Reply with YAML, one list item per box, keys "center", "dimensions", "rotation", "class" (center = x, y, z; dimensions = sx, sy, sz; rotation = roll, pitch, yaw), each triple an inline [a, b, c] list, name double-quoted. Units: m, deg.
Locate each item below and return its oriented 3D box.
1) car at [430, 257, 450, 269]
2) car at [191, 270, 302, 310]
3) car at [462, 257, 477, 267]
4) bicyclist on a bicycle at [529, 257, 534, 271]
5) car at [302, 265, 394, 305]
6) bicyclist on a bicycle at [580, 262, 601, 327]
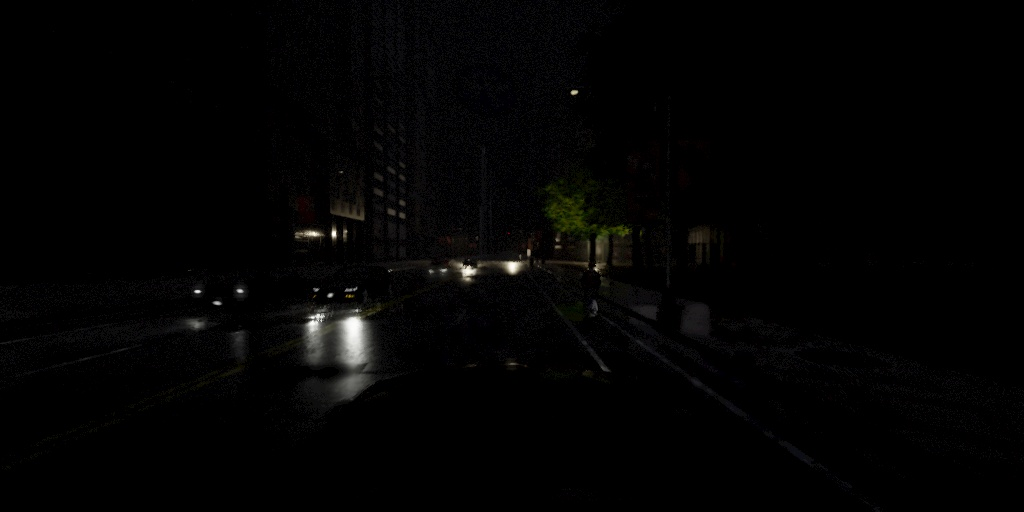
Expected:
- center: [-9.819, 0.892, 49.165]
  dimensions: [1.882, 1.535, 5.008]
  rotation: [0, 0, 0]
  class: "car"
- center: [-9.847, 1.259, 14.197]
  dimensions: [1.895, 1.301, 4.718]
  rotation: [0, 0, 0]
  class: "car"
- center: [-6.553, 0.902, 55.937]
  dimensions: [1.812, 1.442, 4.674]
  rotation: [0, 0, 0]
  class: "car"
- center: [2.260, 0.918, 41.068]
  dimensions: [0.582, 1.620, 1.656]
  rotation: [0, 0, 0]
  class: "bicyclist on a bicycle"
- center: [-6.597, 1.153, 15.437]
  dimensions: [1.837, 1.490, 4.892]
  rotation: [0, 0, 0]
  class: "car"
- center: [2.251, 1.057, 10.395]
  dimensions: [0.659, 1.776, 1.843]
  rotation: [0, 1, 0]
  class: "bicyclist on a bicycle"
